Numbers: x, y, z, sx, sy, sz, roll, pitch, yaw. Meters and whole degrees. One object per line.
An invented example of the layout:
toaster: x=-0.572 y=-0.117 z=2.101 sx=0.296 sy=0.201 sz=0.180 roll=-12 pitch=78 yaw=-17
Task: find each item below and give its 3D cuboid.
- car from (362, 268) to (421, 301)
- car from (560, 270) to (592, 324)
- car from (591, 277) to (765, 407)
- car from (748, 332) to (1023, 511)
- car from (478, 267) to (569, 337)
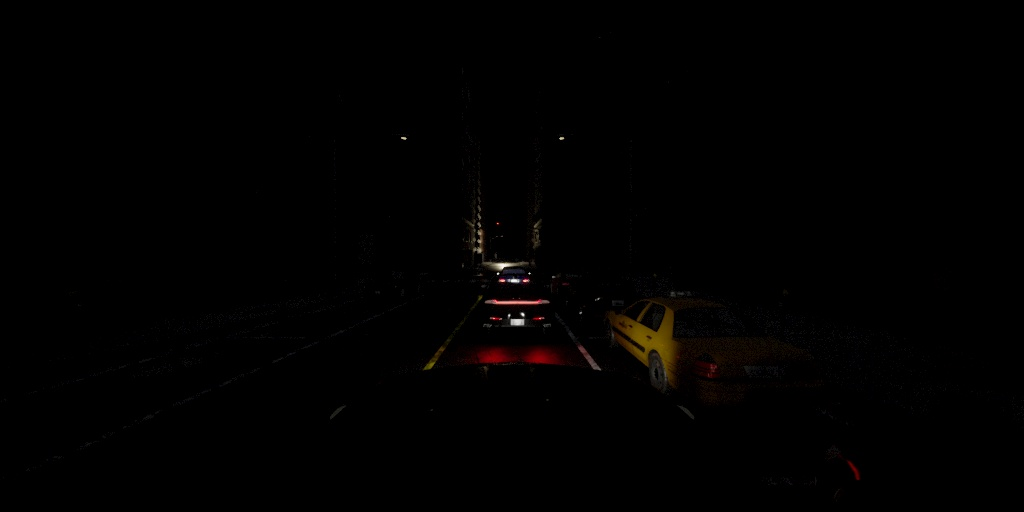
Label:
car: x=-5.668 y=1.290 z=17.361 sx=1.888 sy=1.381 sz=4.507 roll=0 pitch=0 yaw=0
car: x=2.876 y=1.313 z=11.776 sx=1.948 sy=1.339 sz=4.313 roll=0 pitch=0 yaw=0
car: x=2.874 y=1.274 z=6.360 sx=1.751 sy=1.417 sz=4.829 roll=0 pitch=0 yaw=0
car: x=2.873 y=1.301 z=0.604 sx=2.007 sy=1.370 sz=4.403 roll=0 pitch=0 yaw=0
car: x=0.104 y=1.239 z=10.301 sx=2.128 sy=1.511 sz=4.902 roll=0 pitch=0 yaw=0
